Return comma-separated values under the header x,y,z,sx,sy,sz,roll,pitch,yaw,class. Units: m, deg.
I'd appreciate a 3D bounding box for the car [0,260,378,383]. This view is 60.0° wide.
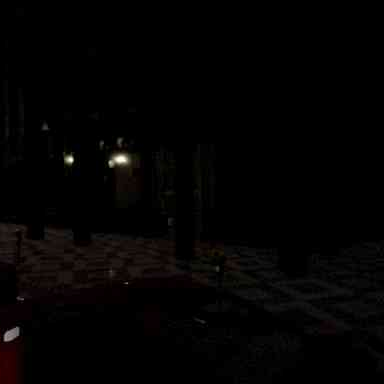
x,y,z,sx,sy,sz,roll,pitch,yaw,class
-0.636,1.563,3.313,4.507,1.381,1.887,-1,-1,36,car
